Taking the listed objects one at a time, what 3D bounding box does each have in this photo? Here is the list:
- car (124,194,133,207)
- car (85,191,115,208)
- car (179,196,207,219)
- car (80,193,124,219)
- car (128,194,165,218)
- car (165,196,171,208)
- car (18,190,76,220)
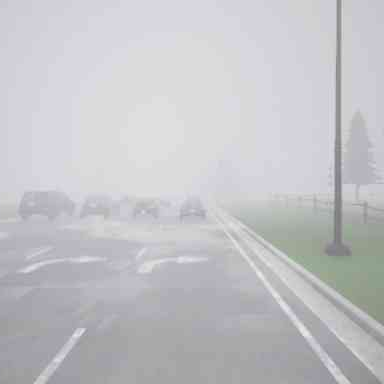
[{"bbox_3d":[-6.917,1.004,37.162,1.837,1.490,4.892,0,1,0],"label":"car"},{"bbox_3d":[-10.413,0.841,37.988,2.097,1.767,4.553,0,1,0],"label":"car"},{"bbox_3d":[0.059,1.228,24.780,1.994,1.385,4.181,0,1,1],"label":"car"},{"bbox_3d":[-6.938,1.007,25.611,2.097,1.767,4.553,0,1,0],"label":"car"},{"bbox_3d":[-3.434,1.155,25.959,1.837,1.490,4.892,0,1,0],"label":"car"},{"bbox_3d":[-3.411,1.089,37.990,1.895,1.301,4.718,0,1,0],"label":"car"},{"bbox_3d":[-10.442,0.893,24.372,2.150,2.045,5.566,0,1,1],"label":"car"}]
